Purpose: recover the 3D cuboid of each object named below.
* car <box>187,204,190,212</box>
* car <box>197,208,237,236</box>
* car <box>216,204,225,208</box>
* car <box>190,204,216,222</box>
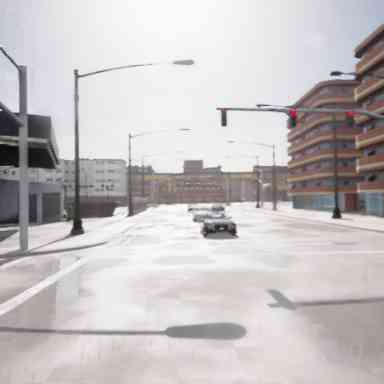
[{"bbox_3d":[0.161,2.716,57.195,2.033,1.411,5.357,-1,-1,-2],"label":"car"},{"bbox_3d":[1.611,1.977,21.183,1.994,1.385,4.181,-1,-1,-3],"label":"car"},{"bbox_3d":[3.977,2.515,50.442,2.033,1.411,5.357,-1,-1,-2],"label":"car"},{"bbox_3d":[1.062,2.207,33.929,1.812,1.442,4.674,-1,-1,-3],"label":"car"}]
